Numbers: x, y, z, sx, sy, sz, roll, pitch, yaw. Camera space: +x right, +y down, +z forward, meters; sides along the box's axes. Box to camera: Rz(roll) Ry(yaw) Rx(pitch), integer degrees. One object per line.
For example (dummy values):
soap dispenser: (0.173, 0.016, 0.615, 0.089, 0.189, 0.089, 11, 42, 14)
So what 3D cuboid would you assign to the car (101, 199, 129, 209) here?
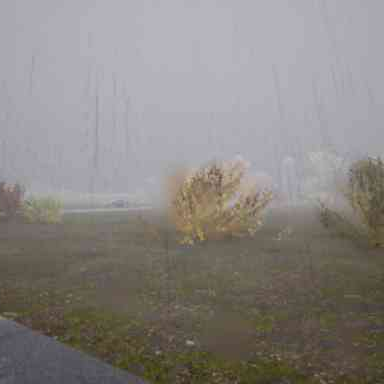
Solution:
car: (-12.365, 1.934, 53.465, 1.837, 1.490, 4.892, -1, -1, 36)
